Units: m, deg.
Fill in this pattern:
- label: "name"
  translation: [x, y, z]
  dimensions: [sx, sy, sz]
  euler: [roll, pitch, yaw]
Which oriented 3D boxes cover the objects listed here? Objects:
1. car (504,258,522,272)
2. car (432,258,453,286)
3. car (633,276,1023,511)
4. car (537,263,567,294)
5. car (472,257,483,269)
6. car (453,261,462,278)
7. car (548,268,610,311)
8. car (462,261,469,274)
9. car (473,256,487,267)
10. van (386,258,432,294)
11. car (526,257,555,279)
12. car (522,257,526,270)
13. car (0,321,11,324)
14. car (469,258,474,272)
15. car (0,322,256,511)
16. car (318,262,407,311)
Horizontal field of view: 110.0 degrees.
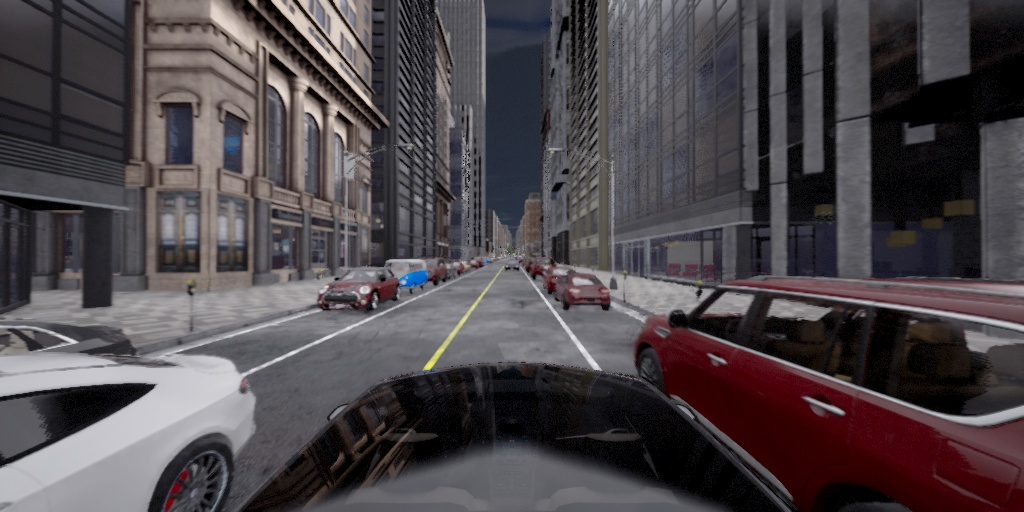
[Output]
- label: "car"
  translation: [-0.007, 1.291, 45.711]
  dimensions: [1.895, 1.301, 4.718]
  euler: [0, 0, 0]
- label: "car"
  translation: [-5.861, 1.037, 25.437]
  dimensions: [2.192, 1.841, 5.009]
  euler: [0, 0, 0]
- label: "car"
  translation: [2.669, 1.064, 2.936]
  dimensions: [2.192, 1.841, 5.009]
  euler: [0, 0, 0]
- label: "car"
  translation: [2.666, 1.275, 19.810]
  dimensions: [1.888, 1.381, 4.507]
  euler: [0, 0, 0]
- label: "car"
  translation: [-5.865, 1.222, 53.561]
  dimensions: [1.888, 1.381, 4.507]
  euler: [0, 0, 0]
- label: "car"
  translation: [-5.862, 1.265, 31.062]
  dimensions: [2.007, 1.370, 4.403]
  euler: [0, 0, 0]
- label: "car"
  translation: [2.667, 1.319, 14.185]
  dimensions: [1.802, 1.307, 4.207]
  euler: [0, 0, 0]
- label: "car"
  translation: [-5.862, 1.251, 36.686]
  dimensions: [1.888, 1.381, 4.507]
  euler: [0, 0, 0]
- label: "car"
  translation: [-5.866, 0.982, 59.185]
  dimensions: [2.192, 1.841, 5.009]
  euler: [0, 0, 0]
- label: "van"
  translation: [-5.860, 1.070, 19.812]
  dimensions: [1.690, 1.789, 3.998]
  euler: [0, 0, 0]
- label: "car"
  translation: [2.664, 1.029, 31.059]
  dimensions: [2.192, 1.841, 5.009]
  euler: [0, 0, 0]
- label: "car"
  translation: [2.663, 1.011, 42.308]
  dimensions: [2.192, 1.841, 5.009]
  euler: [0, 0, 0]
- label: "car"
  translation: [-5.857, 1.300, 2.937]
  dimensions: [2.007, 1.370, 4.403]
  euler: [0, 0, 0]
- label: "car"
  translation: [-5.863, 1.222, 42.141]
  dimensions: [1.751, 1.417, 4.829]
  euler: [0, 0, 0]
- label: "car"
  translation: [-3.090, 1.276, 1.215]
  dimensions: [1.812, 1.442, 4.674]
  euler: [0, 0, 0]
- label: "car"
  translation: [-5.859, 1.177, 14.187]
  dimensions: [1.967, 1.591, 4.097]
  euler: [0, 0, 0]
